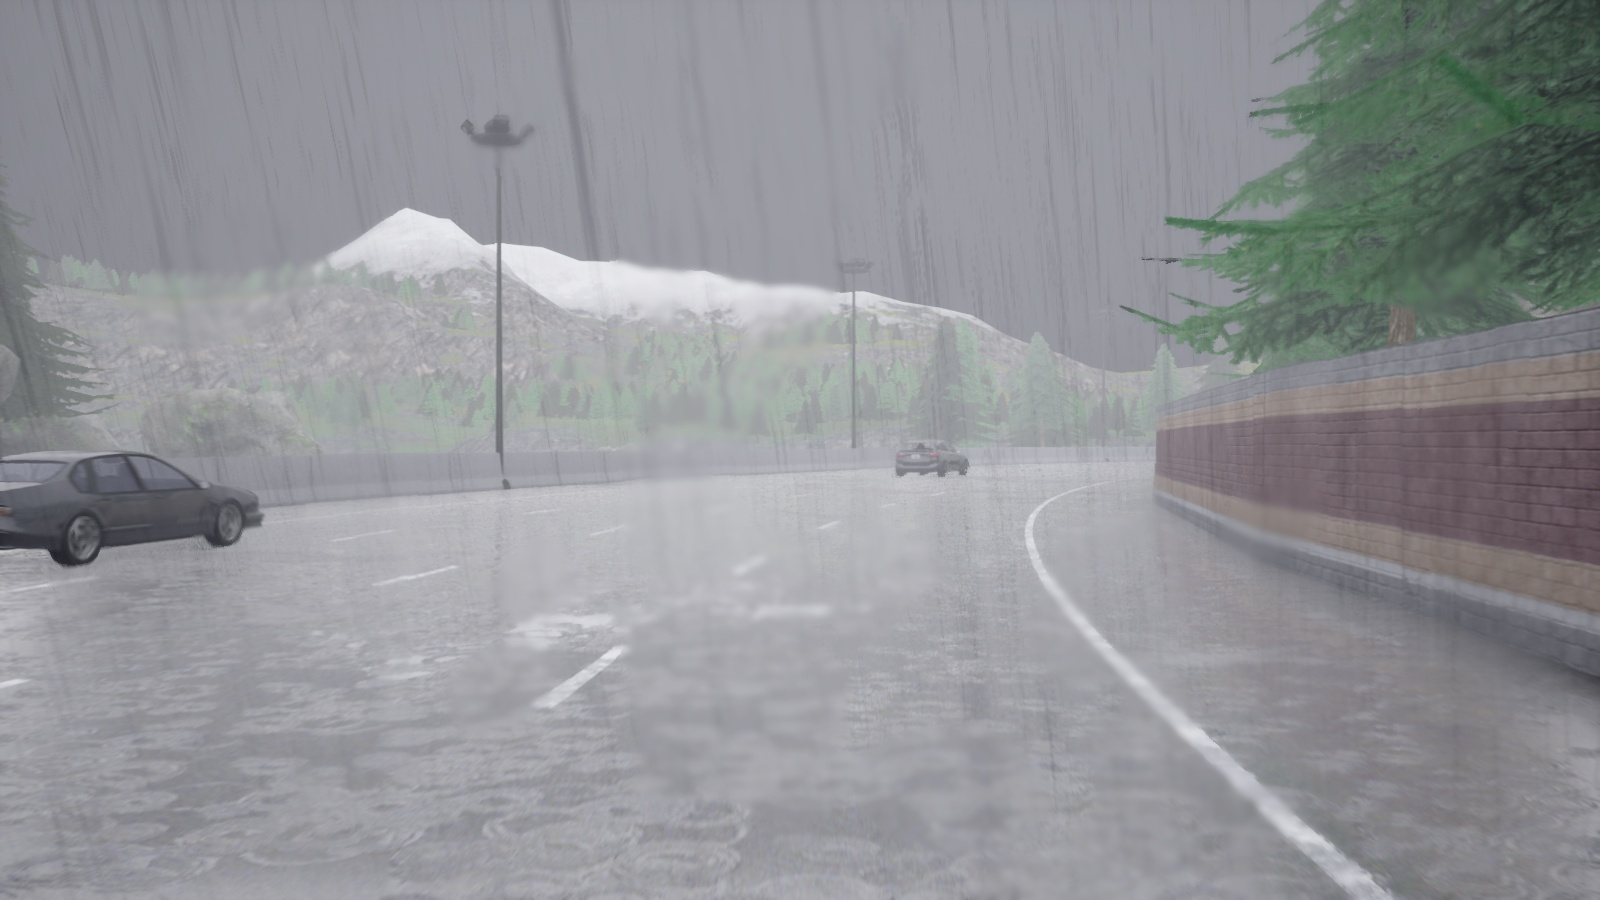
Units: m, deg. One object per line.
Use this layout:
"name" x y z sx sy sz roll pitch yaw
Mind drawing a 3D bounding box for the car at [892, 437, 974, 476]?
"car" 6.028 0.279 56.456 2.242 1.667 4.611 0 0 25

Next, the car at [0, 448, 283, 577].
"car" -9.293 0.690 16.700 2.033 1.411 5.357 0 0 8
